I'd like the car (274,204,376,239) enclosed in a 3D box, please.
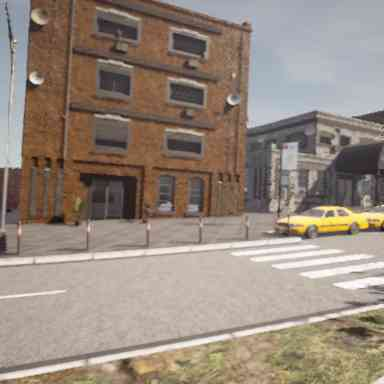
[{"bbox_3d":[6.677,1.431,17.073,5.366,1.575,1.946,0,0,-27],"label":"car"}]

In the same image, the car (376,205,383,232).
[{"bbox_3d":[11.594,1.407,19.588,5.366,1.575,1.946,0,0,-27],"label":"car"}]
